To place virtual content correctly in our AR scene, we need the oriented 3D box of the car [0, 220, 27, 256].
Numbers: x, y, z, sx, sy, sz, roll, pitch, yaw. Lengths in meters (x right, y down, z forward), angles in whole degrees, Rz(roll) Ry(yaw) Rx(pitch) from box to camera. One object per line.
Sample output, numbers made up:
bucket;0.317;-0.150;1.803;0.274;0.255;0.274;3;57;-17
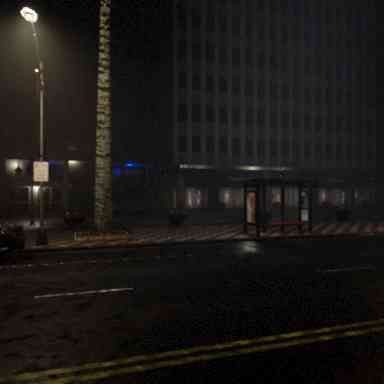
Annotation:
car;-8.079;1.518;10.744;4.892;1.521;2.231;0;0;-18
